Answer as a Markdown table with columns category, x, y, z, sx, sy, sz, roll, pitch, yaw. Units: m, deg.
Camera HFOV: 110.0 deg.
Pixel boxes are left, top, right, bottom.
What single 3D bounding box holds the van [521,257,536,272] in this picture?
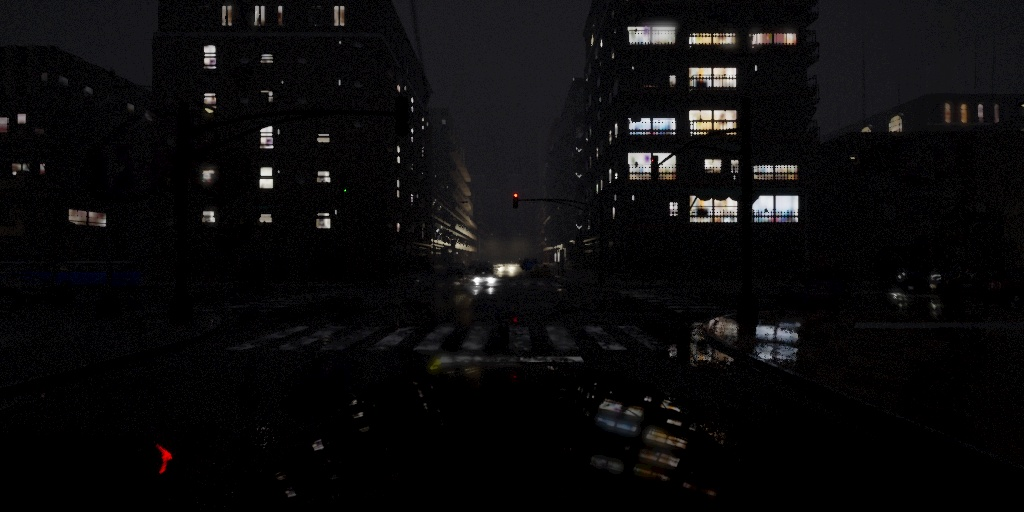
| category | x | y | z | sx | sy | sz | roll | pitch | yaw |
| --- | --- | --- | --- | --- | --- | --- | --- | --- | --- |
| van | 2.483 | 1.119 | 47.388 | 1.690 | 1.789 | 3.998 | 0 | 0 | 0 |

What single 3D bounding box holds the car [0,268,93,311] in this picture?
| category | x | y | z | sx | sy | sz | roll | pitch | yaw |
| --- | --- | --- | --- | --- | --- | --- | --- | --- | --- |
| car | -19.367 | 1.290 | 13.628 | 4.403 | 1.370 | 2.007 | 0 | 0 | 1 |

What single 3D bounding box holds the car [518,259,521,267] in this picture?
| category | x | y | z | sx | sy | sz | roll | pitch | yaw |
| --- | --- | --- | --- | --- | --- | --- | --- | --- | --- |
| car | 2.436 | 1.100 | 53.041 | 2.192 | 1.841 | 5.009 | 0 | 0 | 0 |

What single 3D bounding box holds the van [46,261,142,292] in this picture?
| category | x | y | z | sx | sy | sz | roll | pitch | yaw |
| --- | --- | --- | --- | --- | --- | --- | --- | --- | --- |
| van | -24.858 | 1.191 | 21.580 | 3.998 | 1.789 | 1.690 | 0 | 0 | 1 |

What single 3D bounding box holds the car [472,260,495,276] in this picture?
| category | x | y | z | sx | sy | sz | roll | pitch | yaw |
| --- | --- | --- | --- | --- | --- | --- | --- | --- | --- |
| car | -2.842 | 1.369 | 37.588 | 1.895 | 1.301 | 4.718 | 0 | 0 | 0 |

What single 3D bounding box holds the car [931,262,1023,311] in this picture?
| category | x | y | z | sx | sy | sz | roll | pitch | yaw |
| --- | --- | --- | --- | --- | --- | --- | --- | --- | --- |
| car | 18.660 | 1.103 | 13.132 | 4.097 | 1.591 | 1.967 | 0 | 0 | 1 |

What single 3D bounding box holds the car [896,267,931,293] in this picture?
| category | x | y | z | sx | sy | sz | roll | pitch | yaw |
| --- | --- | --- | --- | --- | --- | --- | --- | --- | --- |
| car | 22.879 | 1.075 | 18.503 | 4.553 | 1.767 | 2.097 | 0 | -1 | 1 |

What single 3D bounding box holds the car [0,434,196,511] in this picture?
| category | x | y | z | sx | sy | sz | roll | pitch | yaw |
| --- | --- | --- | --- | --- | --- | --- | --- | --- | --- |
| car | -2.745 | 1.314 | 0.239 | 1.994 | 1.385 | 4.181 | 0 | 0 | 0 |

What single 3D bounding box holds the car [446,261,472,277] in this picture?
| category | x | y | z | sx | sy | sz | roll | pitch | yaw |
| --- | --- | --- | --- | --- | --- | --- | --- | --- | --- |
| car | -5.531 | 1.317 | 35.990 | 2.007 | 1.370 | 4.403 | 0 | 0 | 0 |

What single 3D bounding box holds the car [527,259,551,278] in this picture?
| category | x | y | z | sx | sy | sz | roll | pitch | yaw |
| --- | --- | --- | --- | --- | --- | --- | --- | --- | --- |
| car | 2.615 | 1.290 | 33.555 | 1.751 | 1.417 | 4.829 | 0 | 0 | 0 |

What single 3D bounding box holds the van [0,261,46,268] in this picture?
| category | x | y | z | sx | sy | sz | roll | pitch | yaw |
| --- | --- | --- | --- | --- | --- | --- | --- | --- | --- |
| van | -30.452 | 1.201 | 21.653 | 3.998 | 1.789 | 1.690 | 0 | 0 | 1 |
